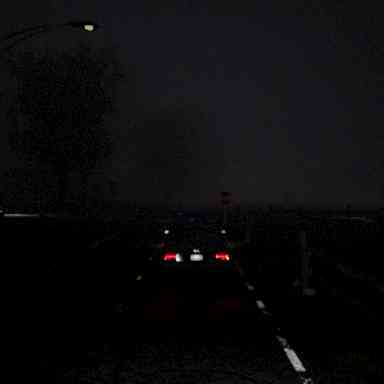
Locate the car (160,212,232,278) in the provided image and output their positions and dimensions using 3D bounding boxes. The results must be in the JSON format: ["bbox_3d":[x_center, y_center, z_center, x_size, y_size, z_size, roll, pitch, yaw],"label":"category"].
[{"bbox_3d":[0.100,1.558,10.172,2.033,1.411,5.357,0,0,0],"label":"car"}]

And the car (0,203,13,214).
[{"bbox_3d":[-18.547,1.332,29.974,4.181,1.385,1.994,1,0,2],"label":"car"}]

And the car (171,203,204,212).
[{"bbox_3d":[-0.318,1.500,22.530,1.882,1.535,5.008,0,0,-8],"label":"car"}]

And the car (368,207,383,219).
[{"bbox_3d":[18.957,1.894,31.372,4.181,1.385,1.994,1,0,2],"label":"car"}]
